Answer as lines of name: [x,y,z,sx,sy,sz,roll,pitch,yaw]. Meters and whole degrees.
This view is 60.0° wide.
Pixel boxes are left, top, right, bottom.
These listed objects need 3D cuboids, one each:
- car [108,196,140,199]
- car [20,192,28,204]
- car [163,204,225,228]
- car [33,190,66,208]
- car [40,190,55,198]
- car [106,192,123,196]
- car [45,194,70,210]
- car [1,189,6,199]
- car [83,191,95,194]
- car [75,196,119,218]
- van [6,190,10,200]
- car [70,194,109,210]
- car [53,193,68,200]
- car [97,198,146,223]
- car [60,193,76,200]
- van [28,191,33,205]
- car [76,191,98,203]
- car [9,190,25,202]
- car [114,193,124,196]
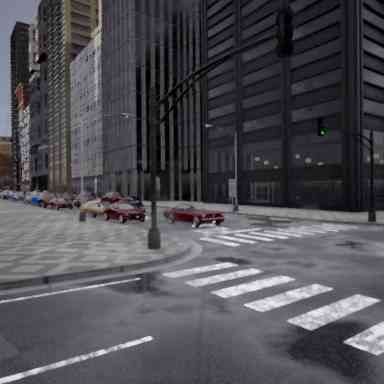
car: [-5.773,1.350,29.872,1.994,1.385,4.181,-1,1,-35]
car: [-24.751,1.116,51.366,2.008,1.369,4.403,0,1,-36]
car: [0.056,1.467,21.767,1.895,1.301,4.718,-1,1,-35]
car: [-18.151,0.986,42.254,2.192,1.841,5.009,0,1,-36]
car: [-34.340,0.491,79.137,2.192,1.841,5.009,0,1,-36]
car: [-11.245,0.881,47.252,2.192,1.841,5.009,0,1,-36]
car: [-14.852,1.265,37.700,1.887,1.381,4.507,0,1,-36]
car: [-37.947,0.654,69.585,2.192,1.841,5.009,0,1,-36]
car: [-15.864,1.051,49.153,2.128,1.511,4.902,-1,1,-35]
car: [-8.154,1.343,28.451,1.752,1.417,4.829,0,1,-36]
van: [-34.648,0.737,65.030,1.690,1.788,3.998,0,1,-36]
car: [-11.927,1.245,38.352,2.033,1.411,5.357,-1,1,-37]
car: [-27.742,0.836,70.029,1.887,1.381,4.507,0,1,-36]
car: [-4.954,1.406,24.034,1.887,1.381,4.507,0,1,-36]
car: [-24.443,0.930,65.475,1.802,1.307,4.206,0,1,-36]
van: [-21.451,0.960,46.810,1.690,1.788,3.998,0,1,-36]
car: [-17.844,0.775,56.362,2.192,1.841,5.009,0,1,-36]
car: [-31.349,0.894,60.476,1.967,1.590,4.097,0,1,-36]
car: [-7.947,1.182,42.699,1.947,1.339,4.313,0,1,-36]
